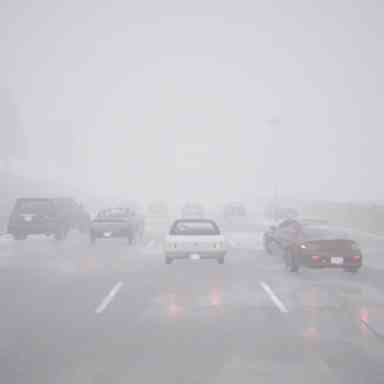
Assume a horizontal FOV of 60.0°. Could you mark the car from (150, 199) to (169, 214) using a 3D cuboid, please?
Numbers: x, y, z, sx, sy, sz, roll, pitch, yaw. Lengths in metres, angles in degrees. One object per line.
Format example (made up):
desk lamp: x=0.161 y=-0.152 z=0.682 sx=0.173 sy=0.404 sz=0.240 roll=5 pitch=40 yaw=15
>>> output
car: x=-3.433 y=1.467 z=34.512 sx=1.882 sy=1.535 sz=5.008 roll=0 pitch=0 yaw=0

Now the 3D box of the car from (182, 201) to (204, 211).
car: x=0.069 y=1.555 z=31.159 sx=1.994 sy=1.385 sz=4.181 roll=0 pitch=0 yaw=0

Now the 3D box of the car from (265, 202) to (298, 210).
car: x=7.075 y=1.517 z=26.393 sx=1.812 sy=1.442 sz=4.674 roll=0 pitch=0 yaw=0

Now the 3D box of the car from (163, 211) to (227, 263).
car: x=0.087 y=1.595 z=11.925 sx=1.895 sy=1.301 sz=4.718 roll=0 pitch=0 yaw=0

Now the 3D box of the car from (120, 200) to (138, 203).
car: x=-6.935 y=1.553 z=36.323 sx=1.994 sy=1.385 sz=4.181 roll=0 pitch=0 yaw=0

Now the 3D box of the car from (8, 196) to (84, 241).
car: x=-6.916 y=1.218 z=16.716 sx=2.150 sy=2.045 sz=5.566 roll=0 pitch=0 yaw=0

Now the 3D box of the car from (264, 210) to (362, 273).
car: x=3.589 y=1.522 z=10.532 sx=1.812 sy=1.442 sz=4.674 roll=0 pitch=0 yaw=0

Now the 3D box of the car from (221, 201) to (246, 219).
car: x=3.572 y=1.516 z=28.980 sx=1.812 sy=1.442 sz=4.674 roll=0 pitch=0 yaw=0

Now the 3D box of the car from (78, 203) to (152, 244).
car: x=-3.416 y=1.487 z=15.794 sx=2.128 sy=1.511 sz=4.902 roll=0 pitch=0 yaw=0
